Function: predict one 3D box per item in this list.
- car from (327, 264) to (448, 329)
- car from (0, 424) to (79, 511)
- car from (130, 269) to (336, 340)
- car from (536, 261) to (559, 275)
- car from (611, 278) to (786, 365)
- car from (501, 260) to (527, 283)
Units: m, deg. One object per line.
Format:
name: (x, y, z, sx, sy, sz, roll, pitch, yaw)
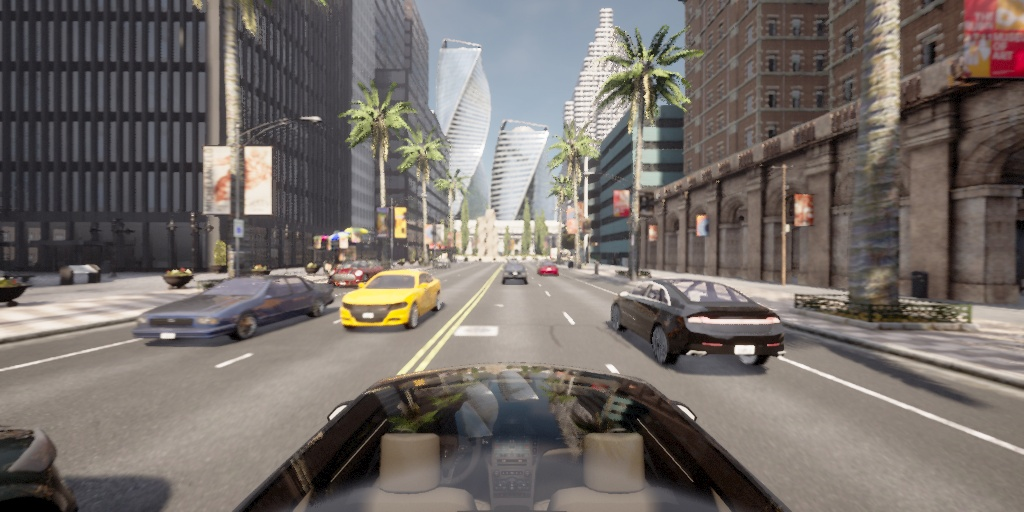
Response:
car: (-3.532, 1.190, 11.328, 1.882, 1.535, 5.008, 0, 0, 0)
car: (-3.616, 1.305, 0.354, 1.994, 1.385, 4.181, 0, 0, 0)
car: (-7.041, 1.251, 10.052, 2.033, 1.411, 5.357, 0, 0, 1)
car: (3.636, 1.236, 37.085, 1.994, 1.385, 4.181, 0, 0, 0)
car: (3.636, 1.238, 7.995, 2.128, 1.511, 4.902, 0, 0, 1)
car: (0.181, 1.234, 26.856, 2.033, 1.411, 5.357, 0, 0, 0)
